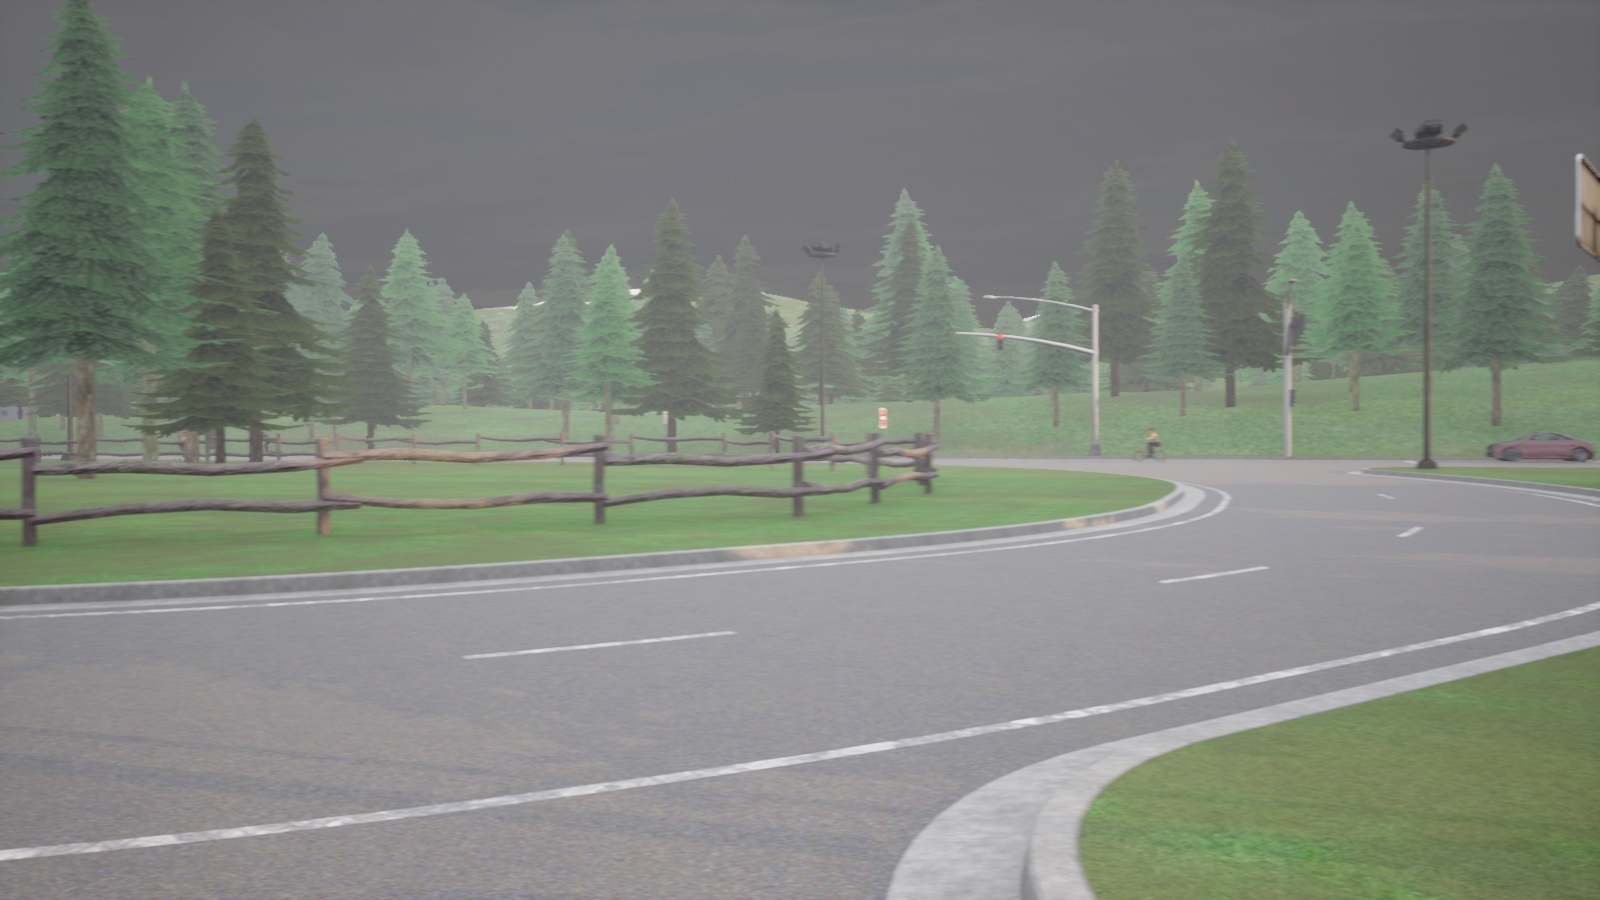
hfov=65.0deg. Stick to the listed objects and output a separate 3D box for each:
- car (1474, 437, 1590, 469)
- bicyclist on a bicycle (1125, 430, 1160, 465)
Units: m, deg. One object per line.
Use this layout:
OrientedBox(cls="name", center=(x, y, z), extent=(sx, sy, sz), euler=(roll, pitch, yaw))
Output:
OrientedBox(cls="car", center=(32.761, 0.113, 56.321), extent=(4.181, 1.385, 1.994), euler=(1, 1, 19))
OrientedBox(cls="bicyclist on a bicycle", center=(15.917, -0.111, 58.348), extent=(1.509, 1.612, 0.866), euler=(1, 1, 19))
